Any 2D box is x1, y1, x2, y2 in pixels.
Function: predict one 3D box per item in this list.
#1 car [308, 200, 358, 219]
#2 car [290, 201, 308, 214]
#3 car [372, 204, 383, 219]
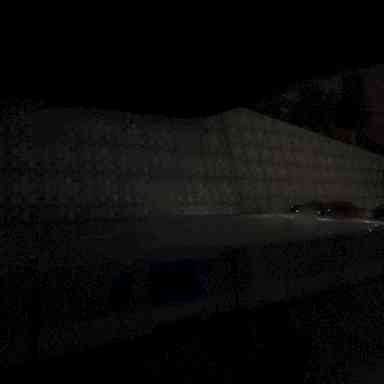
[{"bbox_3d":[12.547,1.466,28.887,4.674,1.442,1.812,1,0,-33],"label":"car"},{"bbox_3d":[11.855,1.512,32.606,4.718,1.301,1.895,0,0,-33],"label":"car"},{"bbox_3d":[16.910,1.475,27.532,5.008,1.535,1.882,1,0,-33],"label":"car"}]
